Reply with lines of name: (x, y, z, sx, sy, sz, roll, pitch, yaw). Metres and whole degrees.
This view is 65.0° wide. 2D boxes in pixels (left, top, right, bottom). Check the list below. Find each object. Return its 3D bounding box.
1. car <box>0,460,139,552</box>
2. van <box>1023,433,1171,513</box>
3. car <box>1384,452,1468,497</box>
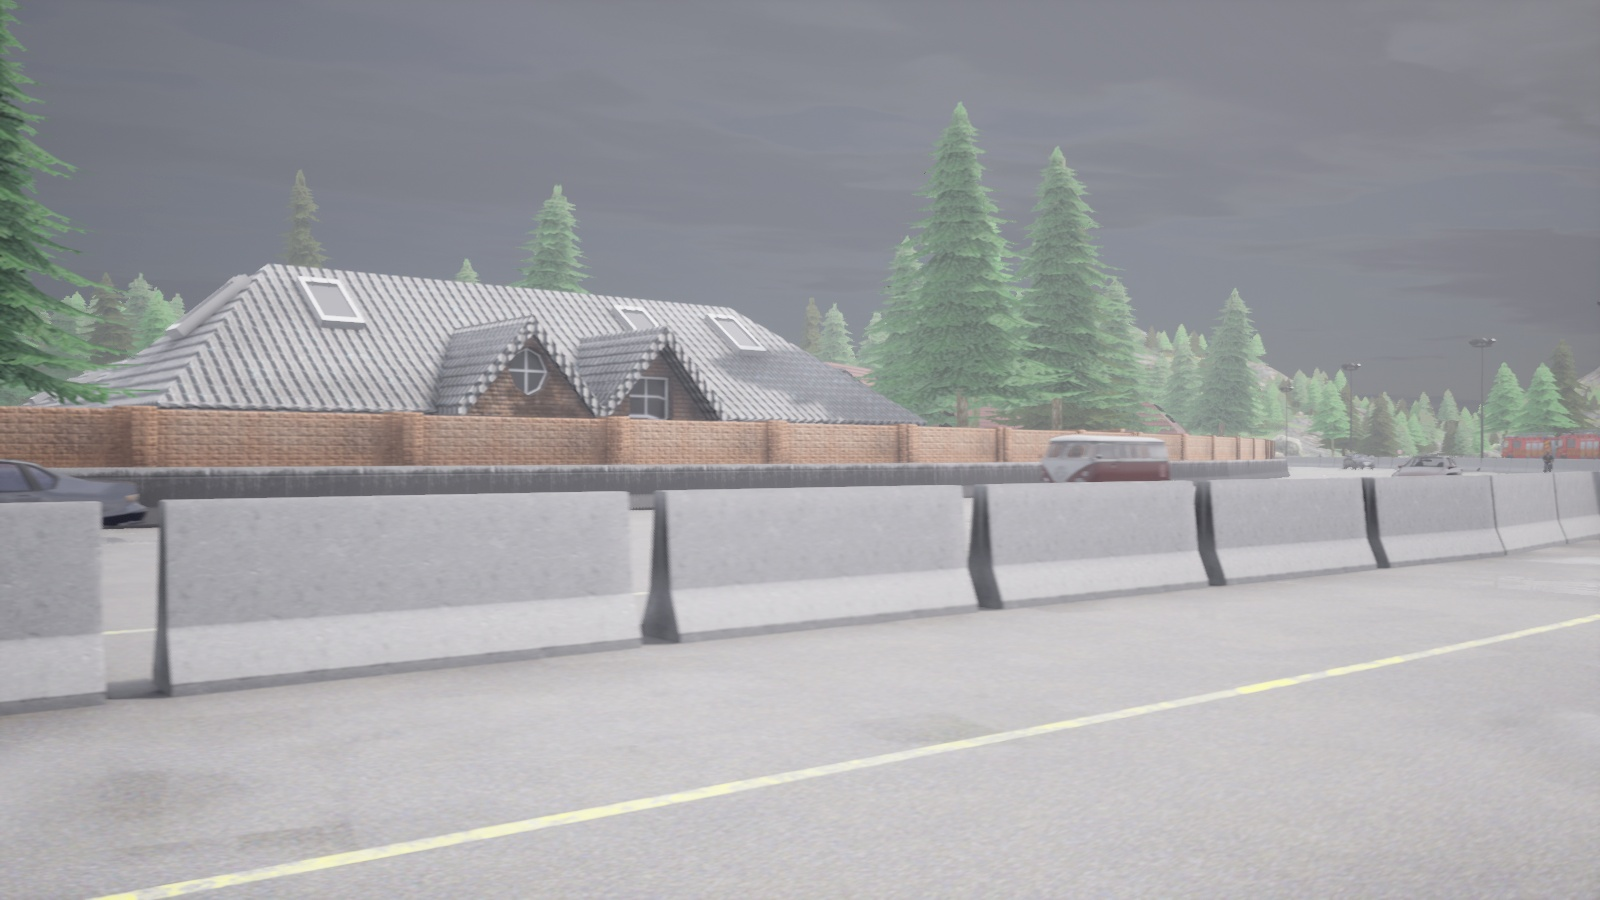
car: (-13.554, 0.873, 19.755, 5.357, 1.411, 2.033, 0, 0, -35)
van: (7.966, 0.567, 33.454, 1.775, 1.987, 4.442, 0, 0, 45)
car: (21.926, 0.824, 43.938, 1.816, 1.474, 4.193, 0, 0, 38)
